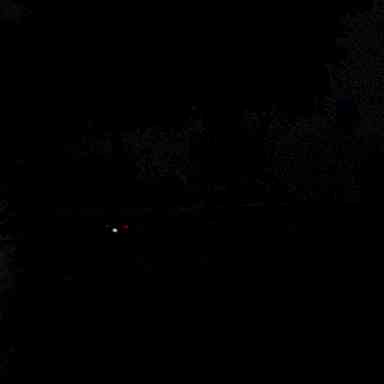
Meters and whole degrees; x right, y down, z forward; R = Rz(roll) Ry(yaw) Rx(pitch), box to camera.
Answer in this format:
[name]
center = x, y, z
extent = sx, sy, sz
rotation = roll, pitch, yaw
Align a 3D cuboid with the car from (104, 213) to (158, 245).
[car]
center = -2.364, 1.769, 16.876
extent = 1.994, 1.385, 4.181
rotation = -1, -2, 36
